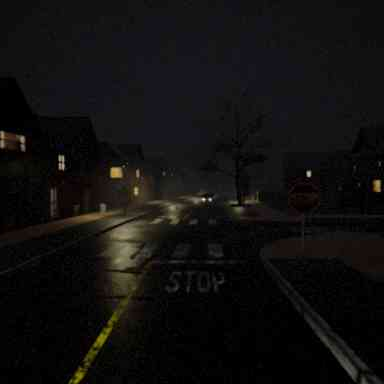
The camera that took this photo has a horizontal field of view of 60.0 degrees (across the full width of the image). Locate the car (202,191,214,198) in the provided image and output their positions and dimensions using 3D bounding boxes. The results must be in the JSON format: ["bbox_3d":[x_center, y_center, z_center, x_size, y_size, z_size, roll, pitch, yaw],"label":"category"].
[{"bbox_3d":[3.148,0.458,63.181,2.033,1.411,5.357,0,1,10],"label":"car"}]
